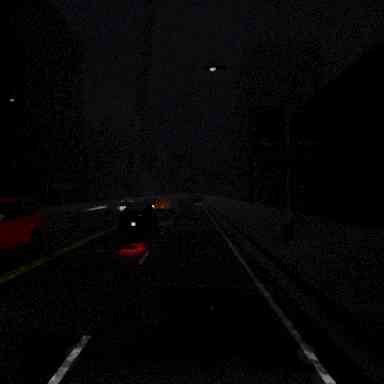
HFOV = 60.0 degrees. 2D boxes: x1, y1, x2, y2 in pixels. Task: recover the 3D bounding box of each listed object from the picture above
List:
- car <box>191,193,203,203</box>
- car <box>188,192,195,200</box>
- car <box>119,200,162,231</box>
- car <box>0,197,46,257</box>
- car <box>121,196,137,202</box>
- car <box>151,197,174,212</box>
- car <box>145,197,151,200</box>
[{"bbox_3d":[1.142,1.415,64.423,1.837,1.490,4.892,0,0,0],"label":"car"},{"bbox_3d":[0.006,1.284,84.154,2.033,1.411,5.357,0,0,0],"label":"car"},{"bbox_3d":[-3.151,1.472,20.312,1.837,1.490,4.892,0,0,0],"label":"car"},{"bbox_3d":[-6.601,1.205,10.371,2.150,2.045,5.566,0,0,0],"label":"car"},{"bbox_3d":[-9.819,1.402,52.234,1.882,1.535,5.008,0,0,0],"label":"car"},{"bbox_3d":[-3.149,1.420,37.681,1.882,1.535,5.008,0,0,0],"label":"car"},{"bbox_3d":[-6.567,1.487,53.168,1.994,1.385,4.181,0,0,0],"label":"car"}]
